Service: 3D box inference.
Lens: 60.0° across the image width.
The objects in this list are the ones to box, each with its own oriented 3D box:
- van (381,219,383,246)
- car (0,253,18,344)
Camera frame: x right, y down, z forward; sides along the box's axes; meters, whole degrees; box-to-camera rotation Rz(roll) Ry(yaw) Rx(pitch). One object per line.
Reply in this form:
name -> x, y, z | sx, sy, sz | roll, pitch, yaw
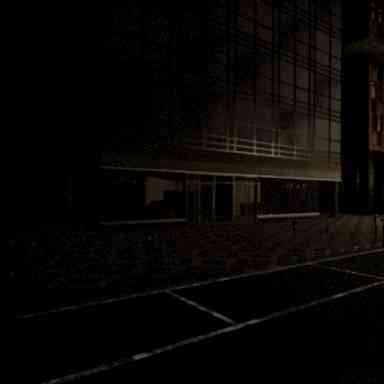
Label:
van -> 9.127, 1.500, 13.173 | 3.998, 1.788, 1.690 | 1, 0, -36
car -> -4.564, 1.295, 3.390 | 5.009, 1.841, 2.192 | 1, 0, -36
